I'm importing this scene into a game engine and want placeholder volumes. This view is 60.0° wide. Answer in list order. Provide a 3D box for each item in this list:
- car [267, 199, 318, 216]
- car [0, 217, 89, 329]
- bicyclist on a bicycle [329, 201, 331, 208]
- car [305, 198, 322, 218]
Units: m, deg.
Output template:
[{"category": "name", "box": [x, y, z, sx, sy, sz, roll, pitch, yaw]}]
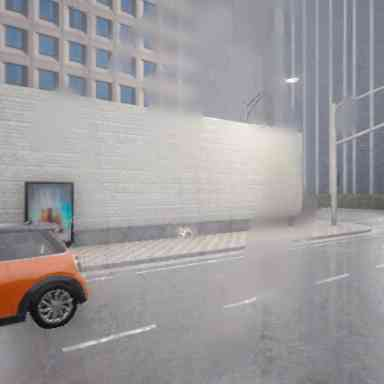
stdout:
[{"category": "car", "box": [10.410, 1.556, 34.834, 2.128, 1.511, 4.902, 0, 0, -36]}, {"category": "car", "box": [-4.137, 1.352, 5.340, 4.553, 1.767, 2.097, 0, 0, -36]}, {"category": "bicyclist on a bicycle", "box": [18.631, 1.369, 43.931, 1.656, 1.620, 0.582, 0, 0, -36]}, {"category": "car", "box": [9.030, 1.541, 30.748, 1.882, 1.535, 5.008, 0, 0, -36]}]
